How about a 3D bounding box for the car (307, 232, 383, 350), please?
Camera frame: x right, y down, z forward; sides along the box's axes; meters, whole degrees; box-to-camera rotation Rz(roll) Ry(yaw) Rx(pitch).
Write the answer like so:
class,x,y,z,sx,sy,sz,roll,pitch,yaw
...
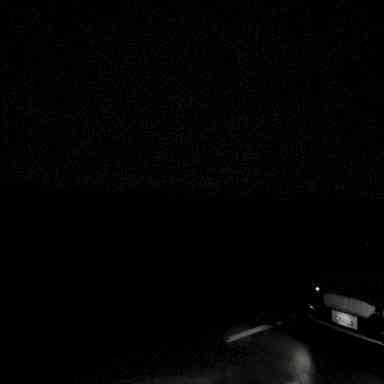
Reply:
class,x,y,z,sx,sy,sz,roll,pitch,yaw
car,4.073,1.467,5.975,4.902,1.511,2.128,0,0,-36
